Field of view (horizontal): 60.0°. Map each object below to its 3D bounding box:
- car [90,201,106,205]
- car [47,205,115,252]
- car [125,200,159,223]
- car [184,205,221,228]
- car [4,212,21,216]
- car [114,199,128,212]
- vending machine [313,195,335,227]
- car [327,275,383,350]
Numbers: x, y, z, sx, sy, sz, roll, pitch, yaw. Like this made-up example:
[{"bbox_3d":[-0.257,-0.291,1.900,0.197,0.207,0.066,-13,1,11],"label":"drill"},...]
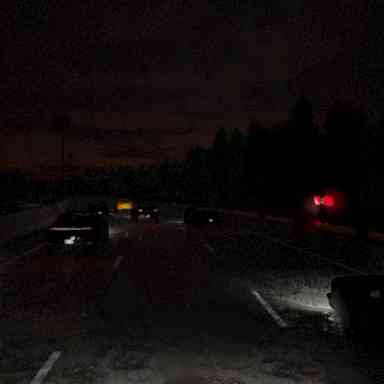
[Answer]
[{"bbox_3d":[-9.062,1.630,32.045,1.837,1.490,4.892,0,0,-18],"label":"car"},{"bbox_3d":[-4.716,1.548,14.211,2.128,1.511,4.902,0,0,-8],"label":"car"},{"bbox_3d":[-3.912,1.593,26.959,2.128,1.511,4.902,0,0,-16],"label":"car"},{"bbox_3d":[0.679,1.608,23.137,1.812,1.442,4.674,0,0,-13],"label":"car"},{"bbox_3d":[-14.763,1.659,26.375,2.033,1.411,5.357,0,0,-17],"label":"car"},{"bbox_3d":[-8.780,1.639,42.358,1.882,1.535,5.008,0,0,-19],"label":"car"},{"bbox_3d":[8.957,1.266,22.564,1.100,2.100,0.880,0,0,-12],"label":"vending machine"},{"bbox_3d":[3.399,1.556,3.430,2.033,1.411,5.357,0,0,-3],"label":"car"}]
